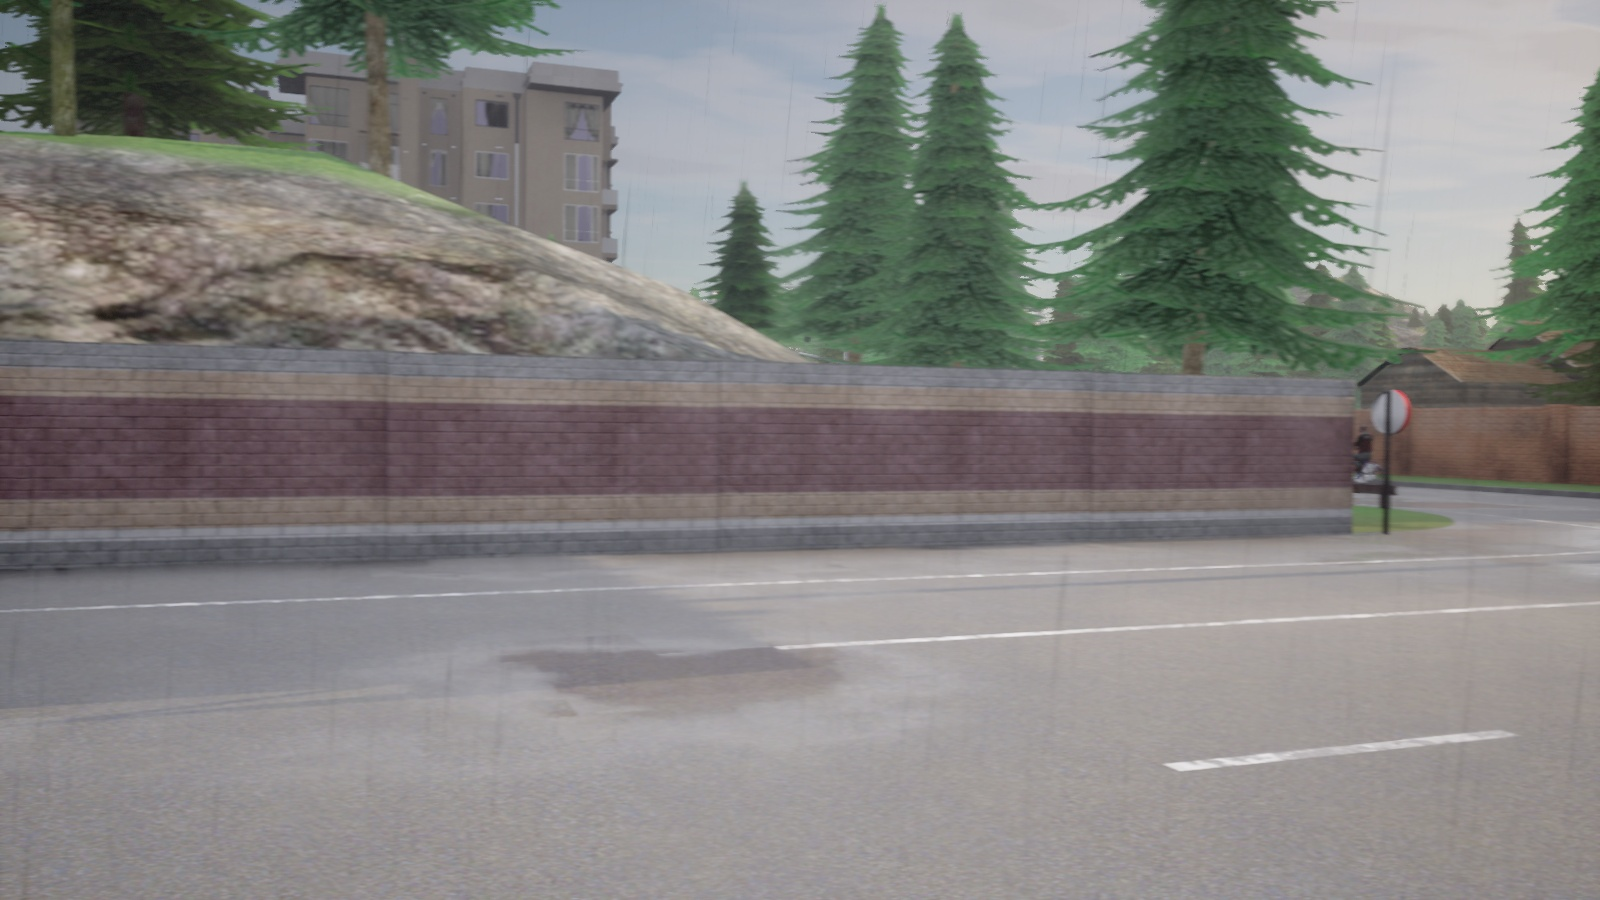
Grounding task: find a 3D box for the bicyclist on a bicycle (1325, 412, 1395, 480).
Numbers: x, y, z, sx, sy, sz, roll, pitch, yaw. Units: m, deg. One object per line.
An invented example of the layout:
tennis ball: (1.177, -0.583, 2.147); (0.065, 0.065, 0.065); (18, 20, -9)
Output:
bicyclist on a bicycle: (15.183, -0.126, 34.081); (0.659, 1.776, 1.843); (-1, 1, -20)
